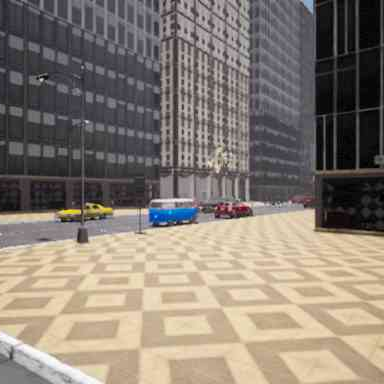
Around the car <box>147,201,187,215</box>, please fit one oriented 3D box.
[{"bbox_3d":[-2.501,1.620,34.432,1.802,1.307,4.206,0,0,38],"label":"car"}]

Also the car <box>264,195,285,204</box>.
[{"bbox_3d":[12.282,1.276,49.431,1.837,1.490,4.892,0,0,38],"label":"car"}]

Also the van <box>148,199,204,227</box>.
[{"bbox_3d":[-1.219,1.378,22.996,1.690,1.788,3.998,0,0,38],"label":"van"}]

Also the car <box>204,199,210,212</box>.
[{"bbox_3d":[2.360,1.534,36.694,2.128,1.511,4.902,0,0,38],"label":"car"}]

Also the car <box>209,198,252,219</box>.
[{"bbox_3d":[3.743,1.483,29.625,1.967,1.590,4.097,0,0,38],"label":"car"}]

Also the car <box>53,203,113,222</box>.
[{"bbox_3d":[-8.609,1.557,26.709,1.752,1.417,4.829,0,0,38],"label":"car"}]

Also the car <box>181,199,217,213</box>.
[{"bbox_3d":[0.892,1.587,38.841,1.887,1.381,4.507,0,0,38],"label":"car"}]

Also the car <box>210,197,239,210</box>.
[{"bbox_3d":[4.286,1.487,43.250,1.967,1.590,4.097,0,0,38],"label":"car"}]

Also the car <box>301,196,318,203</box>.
[{"bbox_3d":[24.648,1.640,69.703,2.008,1.369,4.403,0,0,38],"label":"car"}]

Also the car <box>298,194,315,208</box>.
[{"bbox_3d":[17.317,1.378,47.261,2.192,1.841,5.009,0,0,38],"label":"car"}]

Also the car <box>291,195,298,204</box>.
[{"bbox_3d":[21.255,1.396,65.295,2.192,1.841,5.009,0,0,38],"label":"car"}]
